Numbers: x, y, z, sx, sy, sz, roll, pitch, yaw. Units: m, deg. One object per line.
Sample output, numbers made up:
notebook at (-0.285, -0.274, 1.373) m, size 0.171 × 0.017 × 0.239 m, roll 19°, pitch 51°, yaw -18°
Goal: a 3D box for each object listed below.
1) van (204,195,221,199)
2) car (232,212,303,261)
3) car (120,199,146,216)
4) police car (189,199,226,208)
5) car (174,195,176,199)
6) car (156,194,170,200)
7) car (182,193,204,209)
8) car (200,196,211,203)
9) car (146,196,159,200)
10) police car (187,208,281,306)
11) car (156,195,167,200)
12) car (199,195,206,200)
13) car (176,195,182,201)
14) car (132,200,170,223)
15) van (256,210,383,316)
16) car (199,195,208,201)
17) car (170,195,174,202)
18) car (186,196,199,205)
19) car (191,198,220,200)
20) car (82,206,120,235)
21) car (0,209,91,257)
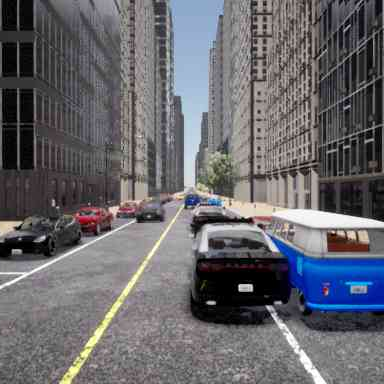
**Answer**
van at (2.768, 1.327, 41.416) m, size 1.690 × 1.788 × 3.998 m, roll 0°, pitch 0°, yaw 0°
car at (2.713, 1.580, 12.931) m, size 1.802 × 1.307 × 4.206 m, roll 0°, pitch 0°, yaw 0°
car at (-5.634, 1.575, 30.040) m, size 1.802 × 1.307 × 4.206 m, roll 0°, pitch 0°, yaw 0°
police car at (0.936, 1.422, 18.233) m, size 1.930 × 1.638 × 5.238 m, roll 0°, pitch 0°, yaw 0°
car at (-5.533, 1.524, 81.313) m, size 1.802 × 1.307 × 4.206 m, roll 0°, pitch 0°, yaw 0°
car at (-5.578, 1.286, 58.524) m, size 2.192 × 1.841 × 5.009 m, roll 0°, pitch 0°, yaw 0°
car at (0.093, 1.205, 44.894) m, size 2.150 × 2.045 × 5.566 m, roll 0°, pitch 0°, yaw 0°
car at (2.825, 1.508, 69.901) m, size 2.008 × 1.369 × 4.403 m, roll 0°, pitch 0°, yaw 0°
car at (-5.612, 1.568, 41.434) m, size 1.802 × 1.307 × 4.206 m, roll 0°, pitch 0°, yaw 0°
police car at (0.917, 1.424, 8.233) m, size 1.930 × 1.638 × 5.238 m, roll 0°, pitch 0°, yaw 0°
car at (-5.589, 1.542, 52.827) m, size 1.947 × 1.339 × 4.313 m, roll 0°, pitch 0°, yaw 0°
car at (2.870, 1.474, 92.690) m, size 2.008 × 1.369 × 4.403 m, roll 0°, pitch 0°, yaw 0°
car at (-2.838, 1.417, 82.796) m, size 1.882 × 1.535 × 5.008 m, roll 0°, pitch 0°, yaw 0°
car at (-3.050, 1.559, 25.513) m, size 1.994 × 1.385 × 4.181 m, roll 0°, pitch 0°, yaw 0°
van at (2.701, 1.340, 7.235) m, size 1.690 × 1.788 × 3.998 m, roll 0°, pitch 0°, yaw 0°
car at (2.847, 1.493, 81.296) m, size 2.008 × 1.369 × 4.403 m, roll 0°, pitch 0°, yaw 0°
car at (-5.556, 1.272, 69.918) m, size 2.192 × 1.841 × 5.009 m, roll 0°, pitch 0°, yaw 0°
car at (0.116, 1.461, 59.168) m, size 2.128 × 1.511 × 4.902 m, roll 0°, pitch 0°, yaw 0°
car at (0.948, 1.451, 24.313) m, size 1.801 × 1.575 × 5.366 m, roll 0°, pitch 0°, yaw 0°
car at (-5.656, 1.542, 18.645) m, size 1.887 × 1.381 × 4.507 m, roll 0°, pitch 0°, yaw 0°
car at (-5.668, 1.564, 12.948) m, size 1.947 × 1.339 × 4.313 m, roll 0°, pitch 0°, yaw 0°
